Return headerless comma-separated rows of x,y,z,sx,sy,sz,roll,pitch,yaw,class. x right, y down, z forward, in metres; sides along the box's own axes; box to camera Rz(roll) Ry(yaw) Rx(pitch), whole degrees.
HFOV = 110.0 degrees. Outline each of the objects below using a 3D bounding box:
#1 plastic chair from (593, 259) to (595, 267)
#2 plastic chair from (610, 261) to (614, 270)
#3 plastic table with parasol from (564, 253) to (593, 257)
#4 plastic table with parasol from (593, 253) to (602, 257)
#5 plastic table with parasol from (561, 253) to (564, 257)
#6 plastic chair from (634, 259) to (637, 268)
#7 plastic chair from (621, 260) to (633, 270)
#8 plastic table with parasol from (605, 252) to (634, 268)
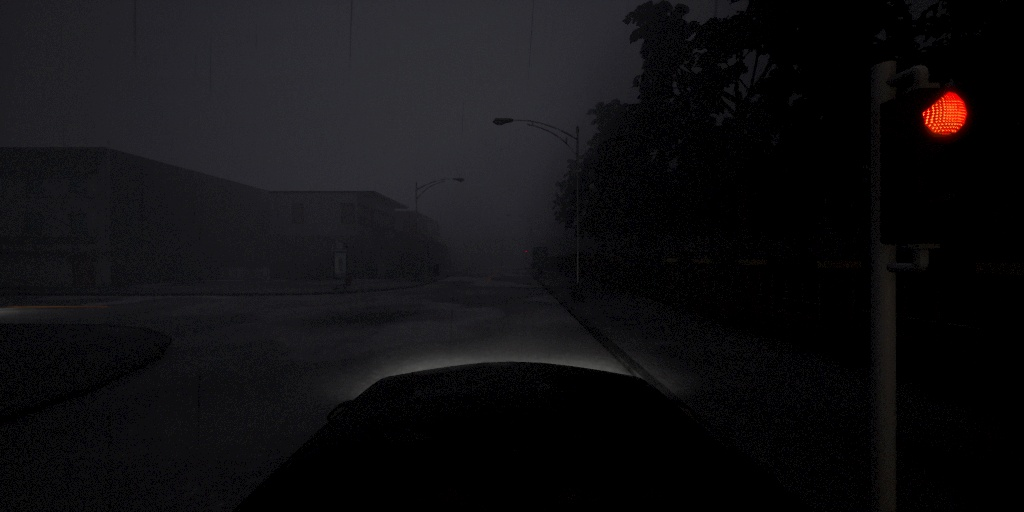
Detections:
13.734,1.304,58.543,0.730,1.272,0.750,0,0,-35,plastic chair
14.332,1.306,50.316,0.730,1.272,0.750,0,0,-35,plastic chair
9.987,0.684,53.957,2.482,2.480,2.482,0,0,-40,plastic table with parasol
14.686,0.673,59.431,2.482,2.480,2.482,0,0,-42,plastic table with parasol
10.700,0.705,62.399,2.482,2.480,2.482,0,0,-40,plastic table with parasol
18.661,1.161,54.665,0.750,1.272,0.730,0,0,-39,plastic chair
16.038,1.296,50.218,0.750,1.272,0.730,0,0,-40,plastic chair
15.306,0.694,51.217,2.482,2.480,2.482,0,0,-40,plastic table with parasol
